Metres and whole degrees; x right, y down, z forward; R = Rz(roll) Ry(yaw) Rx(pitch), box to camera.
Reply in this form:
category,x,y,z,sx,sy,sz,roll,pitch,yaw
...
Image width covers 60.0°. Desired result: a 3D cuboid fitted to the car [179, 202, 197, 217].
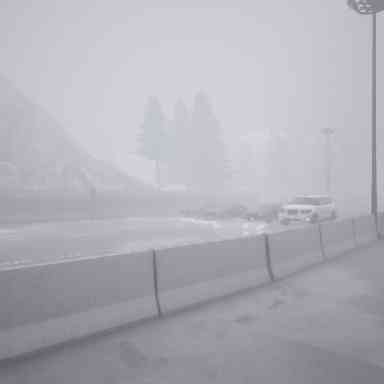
category,x,y,z,sx,sy,sz,roll,pitch,yaw
car,1.202,1.547,30.717,2.033,1.411,5.357,0,0,42

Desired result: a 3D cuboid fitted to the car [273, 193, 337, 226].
category,x,y,z,sx,sy,sz,roll,pitch,yaw
car,7.970,1.224,22.532,2.150,2.045,5.566,0,0,42

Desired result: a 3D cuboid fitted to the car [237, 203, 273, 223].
category,x,y,z,sx,sy,sz,roll,pitch,yaw
car,6.016,1.547,25.597,2.033,1.411,5.357,0,0,42

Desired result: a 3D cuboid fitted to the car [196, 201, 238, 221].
category,x,y,z,sx,sy,sz,roll,pitch,yaw
car,3.092,1.547,27.577,2.033,1.411,5.357,0,0,42
